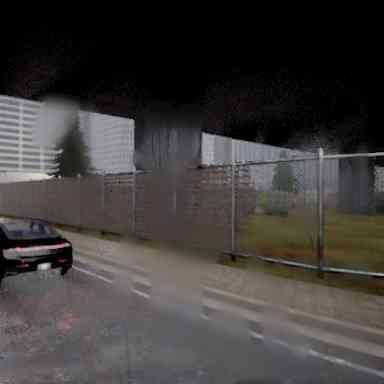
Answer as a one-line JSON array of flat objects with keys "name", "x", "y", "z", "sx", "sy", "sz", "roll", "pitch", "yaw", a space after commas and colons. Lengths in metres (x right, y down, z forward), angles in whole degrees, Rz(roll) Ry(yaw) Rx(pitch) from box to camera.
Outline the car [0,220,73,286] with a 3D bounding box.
[{"name": "car", "x": -5.132, "y": 1.550, "z": 9.579, "sx": 2.128, "sy": 1.511, "sz": 4.902, "roll": 1, "pitch": -1, "yaw": -43}]
